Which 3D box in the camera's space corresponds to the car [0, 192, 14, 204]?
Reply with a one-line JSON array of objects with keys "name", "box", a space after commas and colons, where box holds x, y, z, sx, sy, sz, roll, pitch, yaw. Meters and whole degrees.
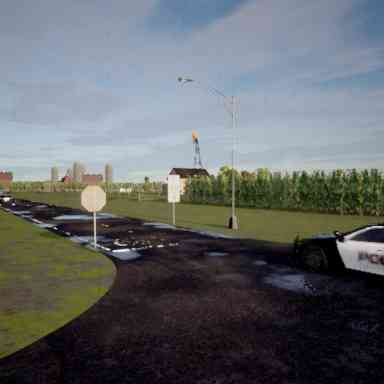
[{"name": "car", "box": [-25.443, 0.758, 45.159, 2.128, 1.511, 4.902, -1, 1, -36]}]

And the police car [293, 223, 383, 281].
[{"name": "police car", "box": [4.932, 1.475, 8.302, 2.038, 1.542, 4.974, 0, 1, -36]}]
